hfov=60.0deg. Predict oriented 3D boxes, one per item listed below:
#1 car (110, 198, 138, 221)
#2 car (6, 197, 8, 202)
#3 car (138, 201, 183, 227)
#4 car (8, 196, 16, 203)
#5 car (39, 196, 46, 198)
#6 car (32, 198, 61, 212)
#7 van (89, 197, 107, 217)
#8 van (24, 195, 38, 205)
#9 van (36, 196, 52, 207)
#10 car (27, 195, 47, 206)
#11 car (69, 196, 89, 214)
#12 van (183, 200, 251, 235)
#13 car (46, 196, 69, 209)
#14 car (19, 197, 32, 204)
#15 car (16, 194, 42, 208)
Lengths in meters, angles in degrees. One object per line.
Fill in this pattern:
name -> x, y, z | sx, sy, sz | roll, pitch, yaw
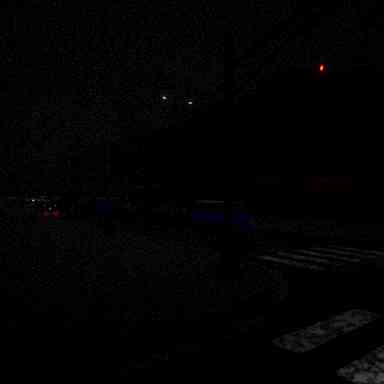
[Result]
car -> -4.950, 1.499, 27.627 | 1.967, 1.590, 4.097 | 0, 0, -36
car -> -43.547, 1.797, 81.011 | 1.752, 1.417, 4.829 | 0, 0, -36
car -> -1.742, 1.483, 23.190 | 1.967, 1.590, 4.097 | 0, 0, -36
car -> -40.240, 1.693, 76.436 | 1.967, 1.590, 4.097 | 0, 0, -36
car -> -20.990, 1.698, 49.813 | 2.008, 1.369, 4.403 | 0, 0, -36
car -> -18.294, 1.720, 41.670 | 1.895, 1.301, 4.718 | 0, 0, -35
van -> -8.159, 1.417, 32.065 | 1.690, 1.788, 3.998 | 0, 0, -36
van -> -30.615, 1.541, 63.124 | 1.690, 1.788, 3.998 | 0, 0, -36
van -> -24.199, 1.506, 54.250 | 1.690, 1.788, 3.998 | 0, 0, -36
car -> -27.407, 1.497, 58.687 | 2.192, 1.841, 5.009 | 0, 0, -36
car -> -11.367, 1.408, 36.499 | 2.192, 1.841, 5.009 | 0, 0, -36
van -> 1.466, 1.369, 18.753 | 1.690, 1.788, 3.998 | 0, 0, -36
car -> -17.783, 1.444, 45.376 | 2.192, 1.841, 5.009 | 0, 0, -36
car -> -33.923, 1.744, 67.699 | 1.752, 1.417, 4.829 | 0, 0, -36
car -> -24.392, 1.374, 50.020 | 2.150, 2.045, 5.566 | 0, 0, -36
